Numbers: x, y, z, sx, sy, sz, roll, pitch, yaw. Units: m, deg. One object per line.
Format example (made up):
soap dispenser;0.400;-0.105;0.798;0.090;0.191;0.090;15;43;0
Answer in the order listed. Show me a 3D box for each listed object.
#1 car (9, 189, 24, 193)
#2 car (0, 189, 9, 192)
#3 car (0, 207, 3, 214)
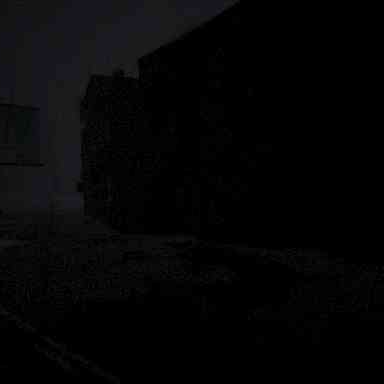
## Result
car;-45.344;-0.054;83.524;2.231;1.521;4.892;-4;-3;8
car;-46.071;-0.279;78.156;2.002;1.452;4.674;-4;-3;9
car;-27.107;2.442;43.973;2.033;1.411;5.357;-4;-1;-2
